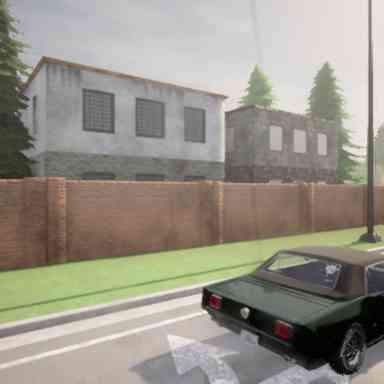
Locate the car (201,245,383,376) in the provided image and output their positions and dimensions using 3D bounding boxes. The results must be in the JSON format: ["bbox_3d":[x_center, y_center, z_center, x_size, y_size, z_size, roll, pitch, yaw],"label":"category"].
[{"bbox_3d":[2.545,1.585,5.557,4.718,1.301,1.895,0,0,-35],"label":"car"}]
